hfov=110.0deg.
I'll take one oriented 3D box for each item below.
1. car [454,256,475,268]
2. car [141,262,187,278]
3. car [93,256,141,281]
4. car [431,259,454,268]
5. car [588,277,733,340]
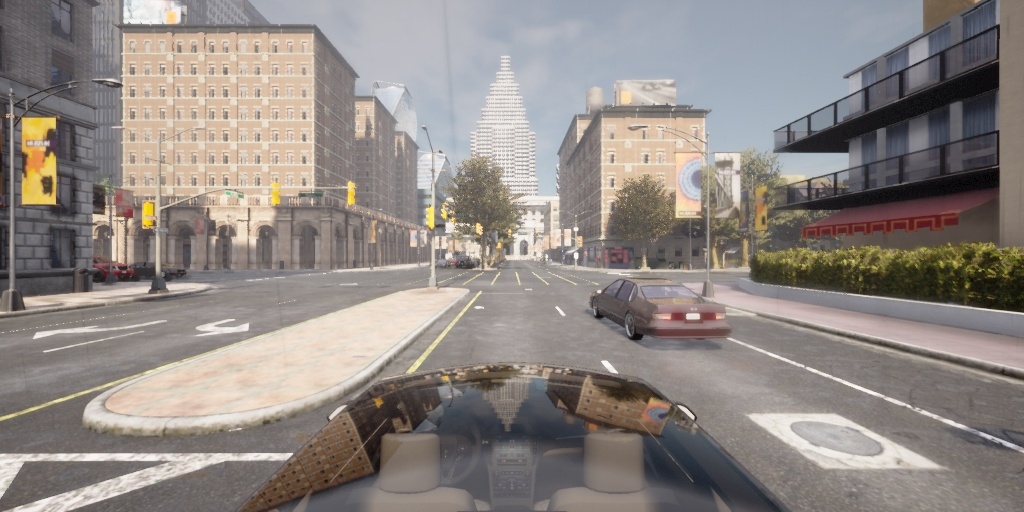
[{"bbox_3d":[-8.066,0.975,60.733,2.150,2.045,5.566,0,0,0],"label":"car"},{"bbox_3d":[-32.851,1.257,33.000,4.892,1.490,1.837,0,0,0],"label":"car"},{"bbox_3d":[-34.649,0.973,29.472,5.566,2.045,2.150,0,0,0],"label":"car"},{"bbox_3d":[-11.561,1.301,60.109,2.033,1.411,5.357,0,0,0],"label":"car"},{"bbox_3d":[3.633,1.298,9.923,2.033,1.411,5.357,0,0,-3],"label":"car"}]
